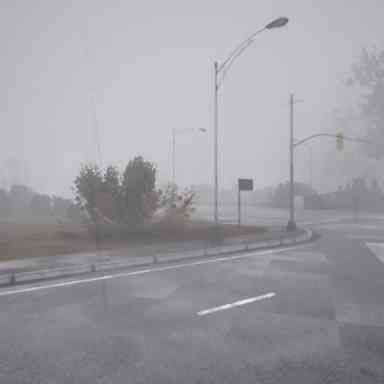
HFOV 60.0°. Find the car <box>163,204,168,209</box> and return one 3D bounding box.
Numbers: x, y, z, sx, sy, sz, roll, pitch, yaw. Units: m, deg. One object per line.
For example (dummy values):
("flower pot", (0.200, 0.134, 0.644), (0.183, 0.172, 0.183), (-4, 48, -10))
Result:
("car", (-5.035, 1.452, 43.969), (1.837, 1.490, 4.892), (0, 0, -39))
